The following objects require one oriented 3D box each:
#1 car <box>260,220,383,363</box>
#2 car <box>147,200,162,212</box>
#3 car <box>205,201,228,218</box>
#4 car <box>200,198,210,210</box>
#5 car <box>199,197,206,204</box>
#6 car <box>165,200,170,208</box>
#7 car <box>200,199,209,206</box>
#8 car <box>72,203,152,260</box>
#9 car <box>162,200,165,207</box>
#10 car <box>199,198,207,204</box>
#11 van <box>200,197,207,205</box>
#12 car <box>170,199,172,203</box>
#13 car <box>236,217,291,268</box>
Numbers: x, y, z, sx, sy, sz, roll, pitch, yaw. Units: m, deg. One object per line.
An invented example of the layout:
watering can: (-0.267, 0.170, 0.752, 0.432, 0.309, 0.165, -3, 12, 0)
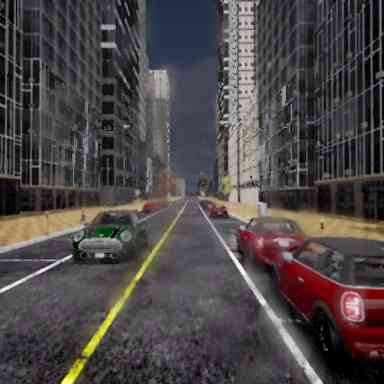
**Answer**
car: (2.693, 1.507, 6.001, 1.967, 1.590, 4.097, 0, -1, 0)
car: (-5.677, 2.028, 45.853, 1.887, 1.381, 4.507, 0, -1, 0)
car: (2.701, 1.914, 34.460, 1.887, 1.381, 4.507, 0, -1, 0)
car: (2.705, 2.104, 51.536, 1.947, 1.339, 4.313, 0, -1, 0)
car: (2.708, 2.214, 62.920, 1.947, 1.339, 4.313, 0, -1, 0)
car: (-5.672, 2.193, 62.930, 1.887, 1.381, 4.507, 0, -1, 0)
car: (2.711, 2.321, 74.304, 1.947, 1.339, 4.313, 0, -1, 0)
car: (-2.997, 1.496, 13.037, 2.097, 1.767, 4.553, 0, -1, 0)
car: (-5.675, 2.120, 51.546, 1.802, 1.307, 4.206, 0, -1, 0)
car: (2.715, 2.298, 85.689, 1.967, 1.590, 4.097, 0, -1, 0)
van: (2.713, 2.148, 79.999, 1.690, 1.788, 3.998, 0, -1, 0)
car: (-5.671, 2.268, 68.622, 1.947, 1.339, 4.313, 0, -1, 0)
car: (2.695, 1.569, 11.692, 1.967, 1.590, 4.097, 0, -1, 0)
